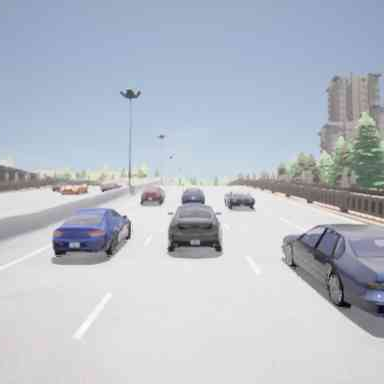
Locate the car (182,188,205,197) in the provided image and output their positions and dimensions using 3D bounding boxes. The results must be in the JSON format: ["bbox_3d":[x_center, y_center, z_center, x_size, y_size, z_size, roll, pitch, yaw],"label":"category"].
[{"bbox_3d":[0.105,0.313,28.911,1.994,1.385,4.181,0,4,0],"label":"car"}]

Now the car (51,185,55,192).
[{"bbox_3d":[-17.569,-0.704,45.545,1.994,1.385,4.181,0,3,0],"label":"car"}]

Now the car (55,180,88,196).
[{"bbox_3d":[-14.082,-0.571,39.872,2.097,1.767,4.553,0,4,0],"label":"car"}]

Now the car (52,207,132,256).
[{"bbox_3d":[-3.398,1.273,11.913,1.812,1.442,4.674,0,3,0],"label":"car"}]

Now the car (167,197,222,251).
[{"bbox_3d":[0.103,1.213,12.839,1.837,1.490,4.892,0,3,0],"label":"car"}]

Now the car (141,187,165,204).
[{"bbox_3d":[-3.395,0.247,29.370,1.812,1.442,4.674,0,4,0],"label":"car"}]

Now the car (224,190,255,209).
[{"bbox_3d":[3.605,0.527,26.017,1.895,1.301,4.718,0,4,0],"label":"car"}]

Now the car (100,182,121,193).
[{"bbox_3d":[-10.579,-0.587,43.625,1.994,1.385,4.181,0,4,0],"label":"car"}]

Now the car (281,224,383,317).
[{"bbox_3d":[3.601,1.448,7.645,2.033,1.411,5.357,0,2,0],"label":"car"}]
